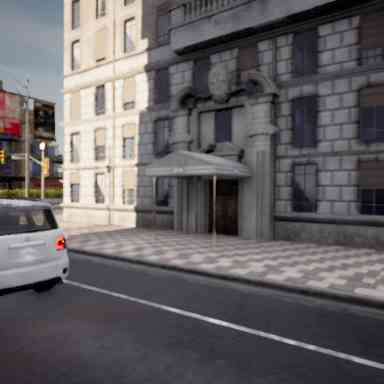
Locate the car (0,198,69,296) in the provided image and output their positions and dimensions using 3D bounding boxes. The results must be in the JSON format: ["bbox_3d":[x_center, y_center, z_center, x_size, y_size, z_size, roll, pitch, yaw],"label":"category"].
[{"bbox_3d":[-5.127,1.161,7.528,5.566,2.045,2.150,1,0,35],"label":"car"}]
